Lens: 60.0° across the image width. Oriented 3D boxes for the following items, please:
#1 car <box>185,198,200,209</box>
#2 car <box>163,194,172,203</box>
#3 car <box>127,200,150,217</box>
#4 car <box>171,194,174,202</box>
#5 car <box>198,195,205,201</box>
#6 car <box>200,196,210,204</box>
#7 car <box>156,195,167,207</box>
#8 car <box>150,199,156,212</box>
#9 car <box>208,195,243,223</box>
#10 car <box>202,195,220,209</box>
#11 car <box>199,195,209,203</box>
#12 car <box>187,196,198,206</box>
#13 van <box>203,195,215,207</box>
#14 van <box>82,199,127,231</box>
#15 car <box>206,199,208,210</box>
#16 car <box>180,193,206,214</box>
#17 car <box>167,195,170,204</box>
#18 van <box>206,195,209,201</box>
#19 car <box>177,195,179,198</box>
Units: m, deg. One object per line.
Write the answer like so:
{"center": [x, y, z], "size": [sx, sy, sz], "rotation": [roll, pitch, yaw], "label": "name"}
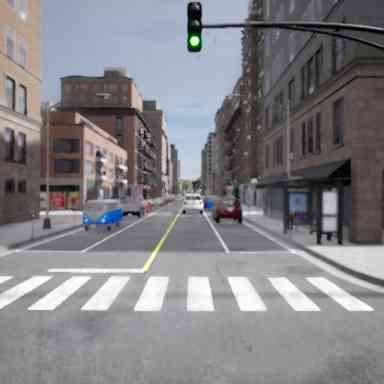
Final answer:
{"center": [0.088, 1.619, 48.745], "size": [2.033, 1.411, 5.357], "rotation": [0, 0, 0], "label": "car"}
{"center": [-5.417, 1.635, 63.643], "size": [1.947, 1.339, 4.313], "rotation": [0, 0, 0], "label": "car"}
{"center": [-5.413, 1.592, 31.206], "size": [1.947, 1.339, 4.313], "rotation": [0, 0, 0], "label": "car"}
{"center": [-5.417, 1.391, 69.050], "size": [2.192, 1.841, 5.009], "rotation": [0, 0, 0], "label": "car"}
{"center": [2.613, 1.662, 90.849], "size": [1.752, 1.417, 4.829], "rotation": [0, 0, 0], "label": "car"}
{"center": [2.642, 1.633, 69.224], "size": [1.752, 1.417, 4.829], "rotation": [0, 0, 0], "label": "car"}
{"center": [-5.416, 1.580, 52.662], "size": [1.752, 1.417, 4.829], "rotation": [0, 0, 0], "label": "car"}
{"center": [-5.414, 1.578, 36.612], "size": [1.887, 1.381, 4.507], "rotation": [0, 0, 0], "label": "car"}
{"center": [2.700, 1.366, 25.804], "size": [2.192, 1.841, 5.009], "rotation": [0, 0, 0], "label": "car"}
{"center": [2.671, 1.395, 47.430], "size": [2.192, 1.841, 5.009], "rotation": [0, 0, 0], "label": "car"}
{"center": [2.635, 1.555, 74.460], "size": [1.967, 1.590, 4.097], "rotation": [0, 0, 0], "label": "car"}
{"center": [0.070, 1.562, 59.253], "size": [1.882, 1.535, 5.008], "rotation": [0, 0, 0], "label": "car"}
{"center": [2.664, 1.428, 52.836], "size": [1.690, 1.788, 3.998], "rotation": [0, 0, 0], "label": "van"}
{"center": [-5.411, 1.353, 20.394], "size": [1.690, 1.788, 3.998], "rotation": [0, 0, 0], "label": "van"}
{"center": [2.692, 1.609, 31.210], "size": [2.008, 1.369, 4.403], "rotation": [0, 0, 0], "label": "car"}
{"center": [0.095, 1.274, 36.021], "size": [2.150, 2.045, 5.566], "rotation": [0, 0, 0], "label": "car"}
{"center": [-5.417, 1.612, 58.237], "size": [2.008, 1.369, 4.403], "rotation": [0, 0, 0], "label": "car"}
{"center": [2.678, 1.414, 42.023], "size": [1.690, 1.788, 3.998], "rotation": [0, 0, 0], "label": "van"}
{"center": [-5.421, 1.655, 90.675], "size": [2.008, 1.369, 4.403], "rotation": [0, 0, 0], "label": "car"}
